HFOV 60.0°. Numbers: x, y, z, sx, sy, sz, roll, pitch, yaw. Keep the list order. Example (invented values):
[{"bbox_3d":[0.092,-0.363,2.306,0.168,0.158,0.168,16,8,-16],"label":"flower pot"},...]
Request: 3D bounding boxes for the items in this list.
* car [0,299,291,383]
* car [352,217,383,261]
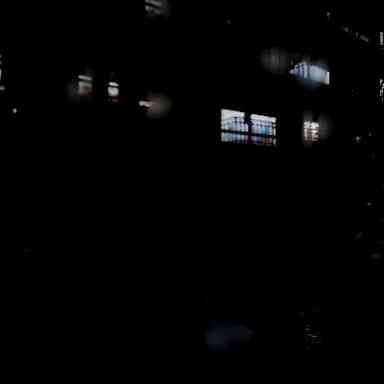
[{"bbox_3d":[-1.646,1.548,1.898,5.357,1.411,2.033,0,0,-35],"label":"car"},{"bbox_3d":[7.205,1.424,11.240,4.097,1.590,1.967,0,-1,-35],"label":"car"}]
